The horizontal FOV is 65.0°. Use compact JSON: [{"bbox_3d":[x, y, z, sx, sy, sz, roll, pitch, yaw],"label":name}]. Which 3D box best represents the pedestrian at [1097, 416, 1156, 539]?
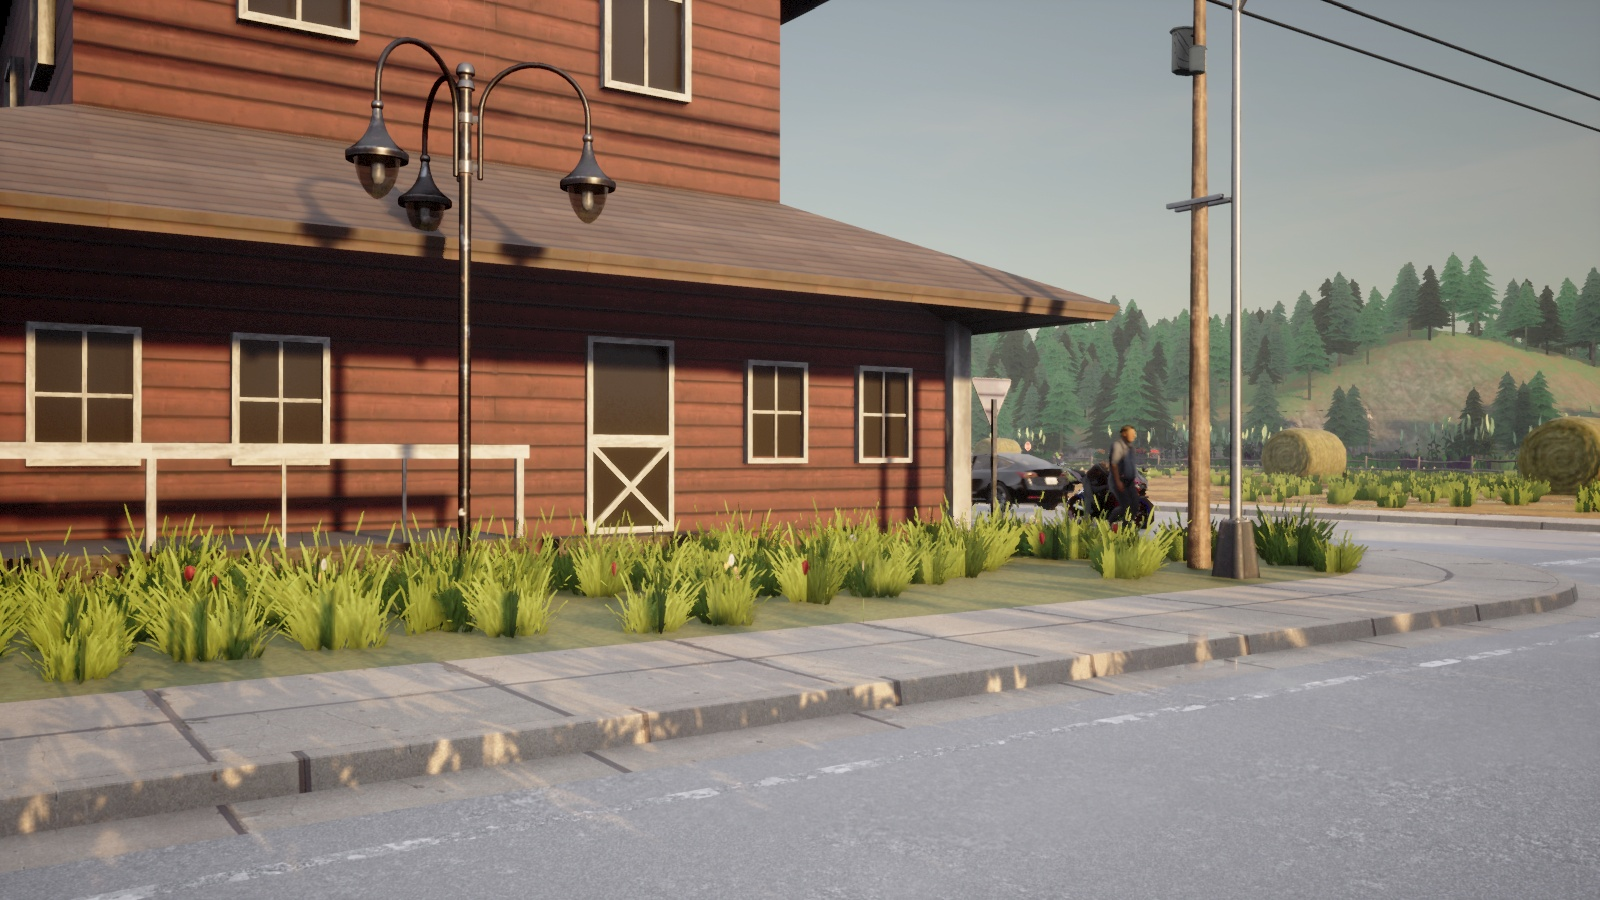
[{"bbox_3d":[5.009,0.417,19.287,0.540,1.848,0.694,0,0,-39],"label":"pedestrian"}]

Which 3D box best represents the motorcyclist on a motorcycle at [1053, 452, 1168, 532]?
[{"bbox_3d":[6.203,0.801,25.174,0.866,1.530,2.191,0,0,-36],"label":"motorcyclist on a motorcycle"}]

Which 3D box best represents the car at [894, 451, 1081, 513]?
[{"bbox_3d":[4.838,0.788,33.065,2.163,1.488,4.792,0,0,-36],"label":"car"}]
